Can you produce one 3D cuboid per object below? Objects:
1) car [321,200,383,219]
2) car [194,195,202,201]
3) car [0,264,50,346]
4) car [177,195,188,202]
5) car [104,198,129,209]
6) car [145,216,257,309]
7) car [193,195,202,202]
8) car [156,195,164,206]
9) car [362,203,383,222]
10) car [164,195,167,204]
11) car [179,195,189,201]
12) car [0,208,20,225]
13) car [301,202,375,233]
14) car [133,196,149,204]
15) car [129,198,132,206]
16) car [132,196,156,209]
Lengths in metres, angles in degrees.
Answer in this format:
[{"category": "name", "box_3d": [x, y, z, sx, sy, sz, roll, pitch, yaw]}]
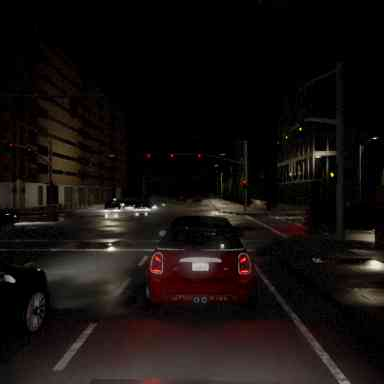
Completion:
[{"category": "car", "box_3d": [14.500, 1.546, 29.957, 4.902, 1.511, 2.128, 0, 0, 1]}, {"category": "car", "box_3d": [1.532, 1.476, 83.918, 1.882, 1.535, 5.008, 0, 0, 2]}, {"category": "car", "box_3d": [-3.397, 1.491, 3.814, 2.128, 1.511, 4.902, 0, 0, 1]}, {"category": "car", "box_3d": [-2.267, 1.539, 73.353, 2.033, 1.411, 5.357, 0, 0, 2]}, {"category": "car", "box_3d": [-10.169, 1.563, 44.076, 1.994, 1.385, 4.181, 0, 0, 1]}, {"category": "car", "box_3d": [0.218, 1.352, 8.043, 2.097, 1.767, 4.553, 0, 0, 2]}, {"category": "car", "box_3d": [1.233, 1.476, 73.764, 1.882, 1.535, 5.008, 0, 0, 2]}, {"category": "car", "box_3d": [-6.415, 1.490, 54.963, 2.128, 1.511, 4.902, 0, 0, 2]}, {"category": "car", "box_3d": [16.688, 1.602, 26.410, 5.357, 1.411, 2.033, 0, 0, 1]}, {"category": "car", "box_3d": [-6.080, 1.351, 64.767, 2.097, 1.767, 4.553, 0, 0, 2]}, {"category": "car", "box_3d": [-1.967, 1.524, 84.010, 2.128, 1.511, 4.902, 0, 0, 2]}, {"category": "car", "box_3d": [-14.717, 1.601, 23.786, 4.181, 1.385, 1.994, -1, 0, -6]}, {"category": "car", "box_3d": [8.993, 1.534, 19.367, 5.008, 1.535, 1.882, 0, 0, 1]}, {"category": "car", "box_3d": [-9.645, 1.490, 62.970, 2.128, 1.511, 4.902, 0, 0, 2]}, {"category": "car", "box_3d": [-9.981, 1.600, 52.878, 1.895, 1.301, 4.718, 0, 0, 2]}, {"category": "car", "box_3d": [-6.639, 1.563, 46.072, 1.994, 1.385, 4.181, 0, 0, 1]}]
